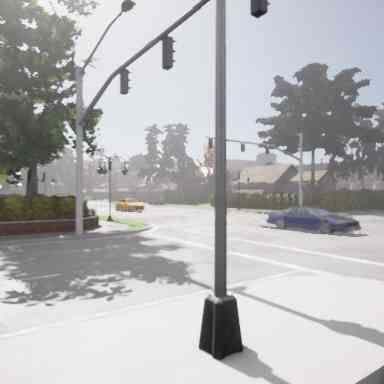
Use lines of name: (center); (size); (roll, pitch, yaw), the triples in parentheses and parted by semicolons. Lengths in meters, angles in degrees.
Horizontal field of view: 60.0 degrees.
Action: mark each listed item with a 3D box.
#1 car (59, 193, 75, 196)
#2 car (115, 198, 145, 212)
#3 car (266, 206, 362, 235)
car: (-22.398, 1.156, 59.514); (2.150, 2.045, 5.566); (0, 0, -36)
car: (-7.238, 1.491, 38.636); (1.882, 1.535, 5.008); (0, 0, -36)
car: (6.777, 1.555, 19.225); (2.033, 1.411, 5.357); (0, 0, -35)
